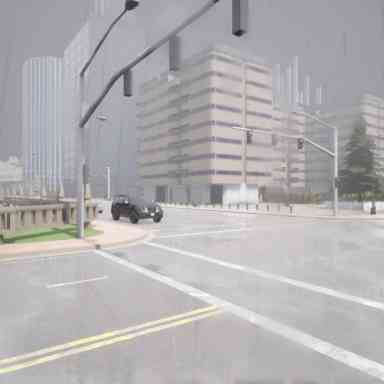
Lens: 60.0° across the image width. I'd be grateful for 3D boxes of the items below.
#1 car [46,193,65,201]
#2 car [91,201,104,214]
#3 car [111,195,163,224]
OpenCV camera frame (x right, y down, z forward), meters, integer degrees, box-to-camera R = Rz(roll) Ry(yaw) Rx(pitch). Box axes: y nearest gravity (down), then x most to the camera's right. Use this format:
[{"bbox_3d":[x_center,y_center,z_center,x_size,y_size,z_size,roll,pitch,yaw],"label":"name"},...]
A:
[{"bbox_3d":[-19.456,1.222,46.704,2.150,2.045,5.566,0,0,-35],"label":"car"},{"bbox_3d":[-10.777,1.601,34.481,1.895,1.301,4.718,0,0,-35],"label":"car"},{"bbox_3d":[-4.349,1.222,25.461,2.150,2.045,5.566,0,0,-35],"label":"car"}]
